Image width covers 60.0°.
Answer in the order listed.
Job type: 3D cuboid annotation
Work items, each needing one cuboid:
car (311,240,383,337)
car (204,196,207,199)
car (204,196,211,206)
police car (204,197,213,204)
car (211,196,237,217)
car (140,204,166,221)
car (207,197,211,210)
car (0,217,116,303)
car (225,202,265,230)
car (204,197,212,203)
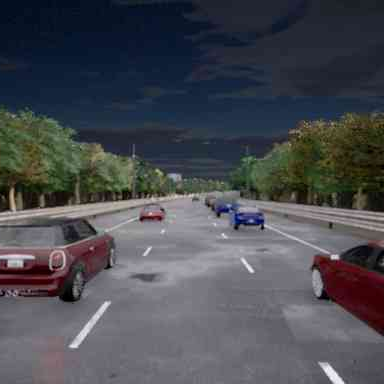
[{"bbox_3d":[3.599,1.520,5.531,1.882,1.535,5.008,0,-1,0],"label":"car"},{"bbox_3d":[3.628,1.721,67.008,2.150,2.045,5.566,0,0,1],"label":"car"},{"bbox_3d":[3.512,1.894,56.051,1.882,1.535,5.008,0,0,0],"label":"car"},{"bbox_3d":[3.844,2.009,78.010,1.930,1.638,5.238,0,0,1],"label":"police car"},{"bbox_3d":[3.492,1.474,34.129,2.150,2.045,5.566,0,0,0],"label":"car"},{"bbox_3d":[-3.406,1.784,29.574,1.994,1.385,4.181,0,0,0],"label":"car"},{"bbox_3d":[3.490,1.812,45.101,1.882,1.535,5.008,0,0,0],"label":"car"},{"bbox_3d":[-3.402,1.416,8.536,2.097,1.767,4.553,0,0,0],"label":"car"},{"bbox_3d":[3.593,1.646,22.520,1.882,1.535,5.008,0,-1,0],"label":"car"},{"bbox_3d":[4.155,2.158,88.820,2.128,1.511,4.902,0,0,2],"label":"car"}]
